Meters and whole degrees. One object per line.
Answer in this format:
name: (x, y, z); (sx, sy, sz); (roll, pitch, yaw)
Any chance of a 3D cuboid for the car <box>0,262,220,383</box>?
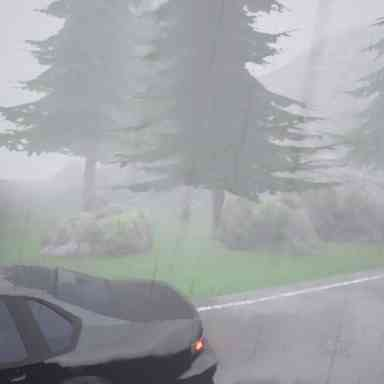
car: (-2.455, 1.432, 2.960); (5.357, 1.411, 2.033); (0, 1, -21)
